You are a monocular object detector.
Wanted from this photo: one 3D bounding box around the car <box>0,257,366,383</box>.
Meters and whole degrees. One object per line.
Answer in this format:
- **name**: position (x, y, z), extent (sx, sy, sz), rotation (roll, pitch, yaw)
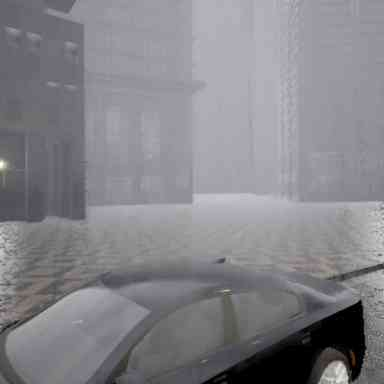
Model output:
- **car**: position (-0.355, 1.474, 3.109), extent (5.008, 1.535, 1.882), rotation (0, 0, -36)
